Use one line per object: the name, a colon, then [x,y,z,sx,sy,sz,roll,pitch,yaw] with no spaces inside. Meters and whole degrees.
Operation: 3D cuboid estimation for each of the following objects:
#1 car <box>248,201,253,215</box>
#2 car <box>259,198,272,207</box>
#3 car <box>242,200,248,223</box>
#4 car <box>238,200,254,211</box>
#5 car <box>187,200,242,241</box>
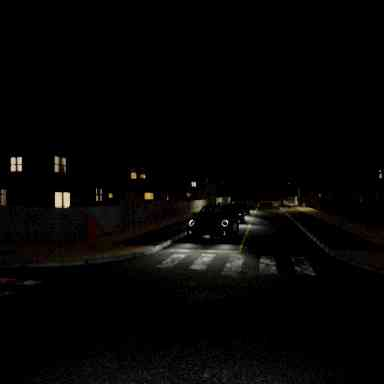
car: [5.456,1.686,36.956,2.128,1.511,4.902,-1,0,12]
car: [12.696,1.796,57.257,1.837,1.490,4.892,-1,-1,12]
car: [3.320,1.667,26.977,1.812,1.442,4.674,-1,0,12]
car: [7.636,1.855,46.971,1.895,1.301,4.718,-1,0,13]
car: [1.198,1.450,17.293,2.097,1.767,4.553,-1,0,14]
